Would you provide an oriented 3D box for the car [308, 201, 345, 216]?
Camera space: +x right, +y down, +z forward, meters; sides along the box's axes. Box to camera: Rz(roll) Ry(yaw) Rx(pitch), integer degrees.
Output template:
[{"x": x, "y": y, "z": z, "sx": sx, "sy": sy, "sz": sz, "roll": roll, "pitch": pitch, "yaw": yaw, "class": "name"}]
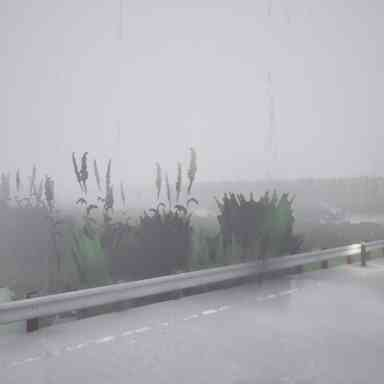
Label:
[{"x": 10.859, "y": 1.566, "z": 29.002, "sx": 2.097, "sy": 1.767, "sz": 4.553, "roll": -1, "pitch": 1, "yaw": -43, "class": "car"}]
